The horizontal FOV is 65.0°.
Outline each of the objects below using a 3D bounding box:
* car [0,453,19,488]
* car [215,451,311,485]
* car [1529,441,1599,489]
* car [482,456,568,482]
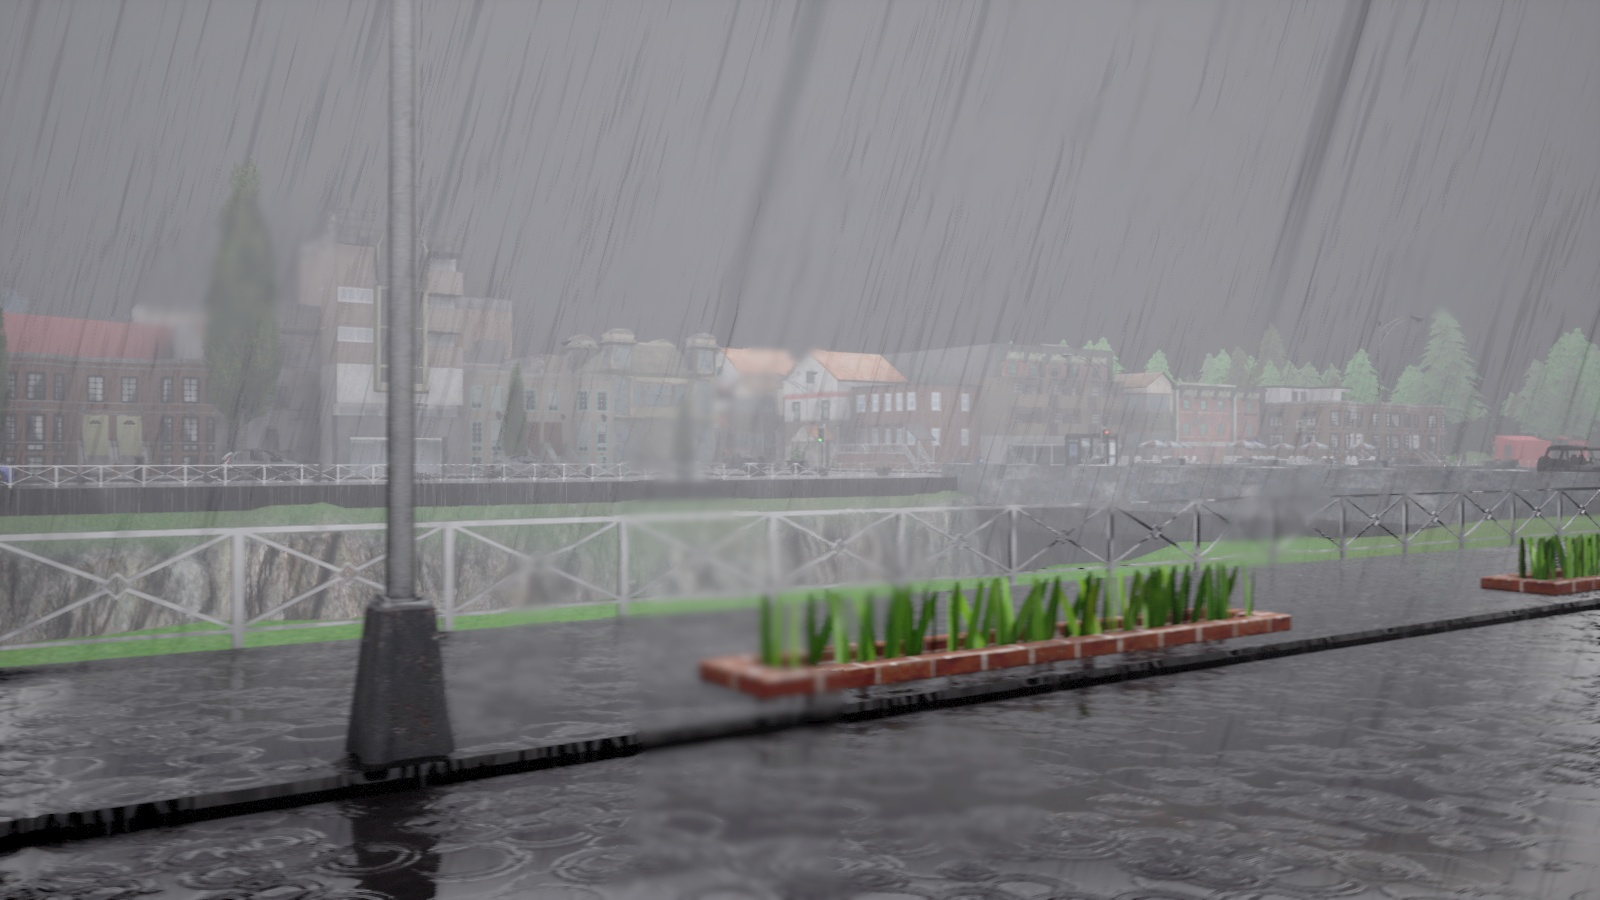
[{"bbox_3d":[-36.390,0.901,54.125,4.514,1.525,2.007,0,0,-35],"label":"car"},{"bbox_3d":[-26.166,0.848,61.246,3.988,1.617,1.851,0,0,-35],"label":"car"},{"bbox_3d":[32.298,0.595,51.335,1.905,1.878,3.866,0,1,-35],"label":"car"},{"bbox_3d":[-15.092,1.010,68.957,4.181,1.385,1.994,0,0,-35],"label":"car"}]
